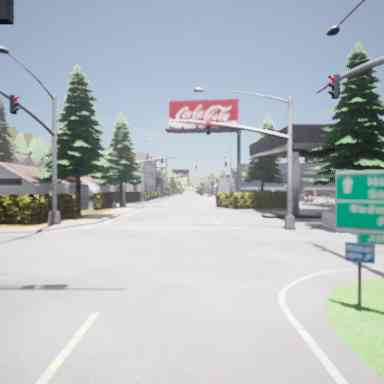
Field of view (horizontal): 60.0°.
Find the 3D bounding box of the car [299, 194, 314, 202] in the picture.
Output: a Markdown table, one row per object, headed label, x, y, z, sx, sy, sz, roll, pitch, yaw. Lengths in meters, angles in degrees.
| label | x | y | z | sx | sy | sz | roll | pitch | yaw |
| --- | --- | --- | --- | --- | --- | --- | --- | --- | --- |
| car | 22.461 | 1.126 | 65.512 | 1.970 | 1.475 | 3.806 | 0 | 0 | 0 |
